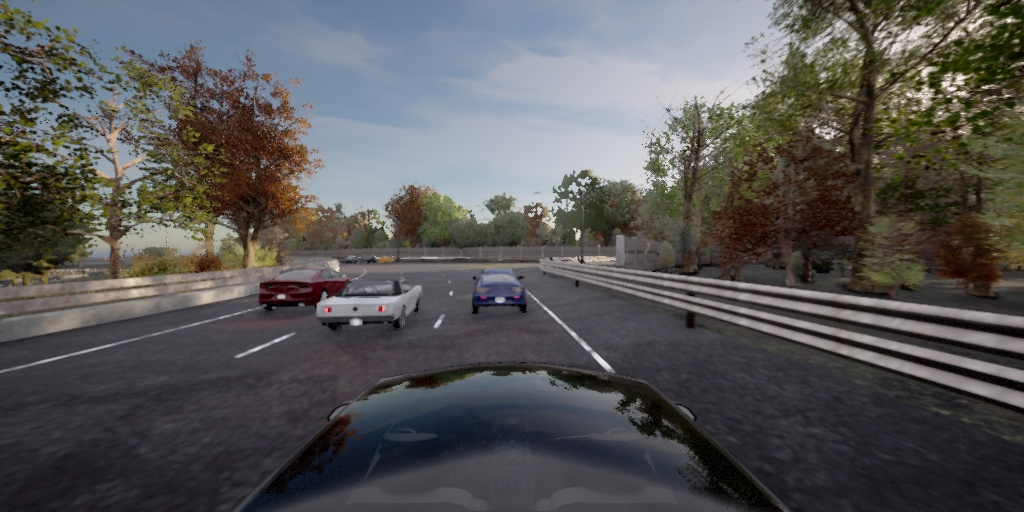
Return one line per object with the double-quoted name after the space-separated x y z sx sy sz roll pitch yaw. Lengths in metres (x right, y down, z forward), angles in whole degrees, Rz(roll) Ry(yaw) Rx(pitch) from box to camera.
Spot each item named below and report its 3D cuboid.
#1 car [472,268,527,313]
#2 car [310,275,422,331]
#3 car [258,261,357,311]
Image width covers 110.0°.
-0.508 1.173 13.423 1.812 1.442 4.674 0 1 -4 "car"
-3.942 1.290 10.829 1.895 1.301 4.718 0 1 -5 "car"
-7.841 1.159 14.166 1.882 1.535 5.008 0 1 -7 "car"
